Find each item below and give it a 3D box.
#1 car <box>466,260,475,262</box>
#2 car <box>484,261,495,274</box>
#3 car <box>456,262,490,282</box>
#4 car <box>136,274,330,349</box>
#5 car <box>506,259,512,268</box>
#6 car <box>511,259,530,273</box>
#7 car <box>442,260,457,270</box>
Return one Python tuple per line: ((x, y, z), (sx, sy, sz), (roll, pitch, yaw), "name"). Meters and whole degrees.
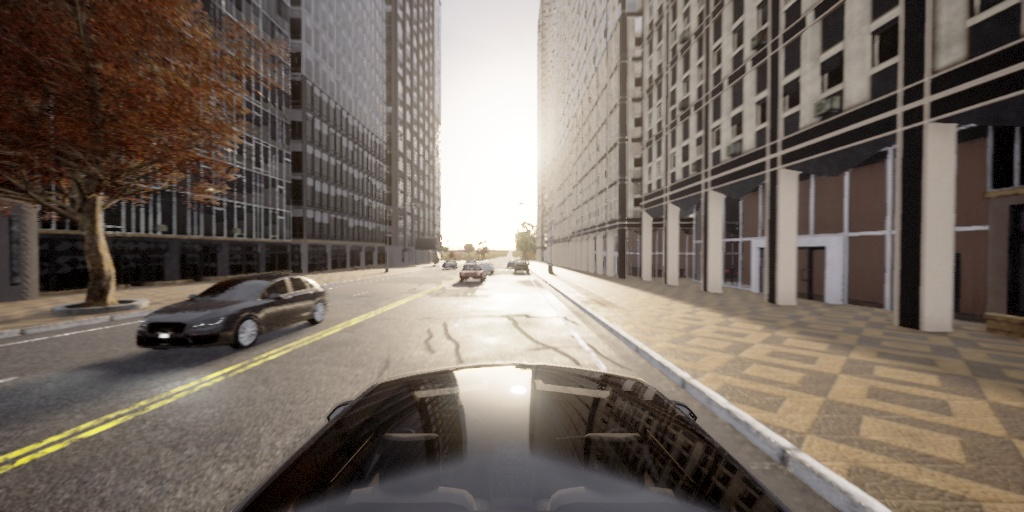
((-6.496, 1.394, 56.492), (1.812, 1.442, 4.674), (0, 0, 1), "car")
((-3.111, 1.373, 43.318), (1.812, 1.442, 4.674), (0, 0, 0), "car")
((-3.126, 1.417, 29.430), (1.895, 1.301, 4.718), (0, 0, 0), "car")
((-6.583, 1.264, 9.220), (1.837, 1.490, 4.892), (0, 0, 0), "car")
((0.053, 1.414, 62.854), (1.812, 1.442, 4.674), (0, 0, 0), "car")
((1.174, 1.362, 44.729), (1.837, 1.490, 4.892), (0, 0, 0), "car")
((-9.744, 1.356, 56.474), (2.128, 1.511, 4.902), (0, 0, 1), "car")
